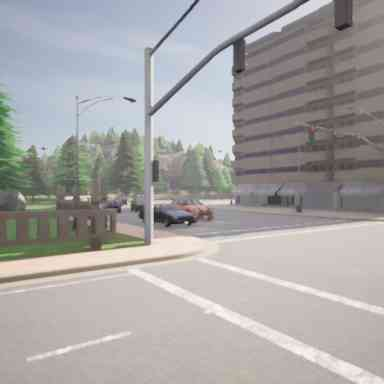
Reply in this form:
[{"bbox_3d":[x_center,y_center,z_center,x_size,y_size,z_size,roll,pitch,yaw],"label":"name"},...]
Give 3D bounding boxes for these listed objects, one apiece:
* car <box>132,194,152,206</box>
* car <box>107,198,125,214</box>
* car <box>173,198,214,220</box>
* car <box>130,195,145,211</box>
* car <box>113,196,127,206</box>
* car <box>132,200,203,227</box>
[{"bbox_3d":[-7.952,1.308,53.439,2.097,1.767,4.553,0,0,5],"label":"car"},{"bbox_3d":[-8.525,1.552,34.577,1.895,1.301,4.718,0,0,-21],"label":"car"},{"bbox_3d":[-0.177,1.304,26.590,2.097,1.767,4.553,0,0,-32],"label":"car"},{"bbox_3d":[-5.629,1.431,36.891,1.882,1.535,5.008,0,0,-19],"label":"car"},{"bbox_3d":[-11.529,1.447,51.985,2.128,1.511,4.902,0,0,3],"label":"car"},{"bbox_3d":[-1.825,1.498,22.586,2.033,1.411,5.357,0,0,-34],"label":"car"}]
